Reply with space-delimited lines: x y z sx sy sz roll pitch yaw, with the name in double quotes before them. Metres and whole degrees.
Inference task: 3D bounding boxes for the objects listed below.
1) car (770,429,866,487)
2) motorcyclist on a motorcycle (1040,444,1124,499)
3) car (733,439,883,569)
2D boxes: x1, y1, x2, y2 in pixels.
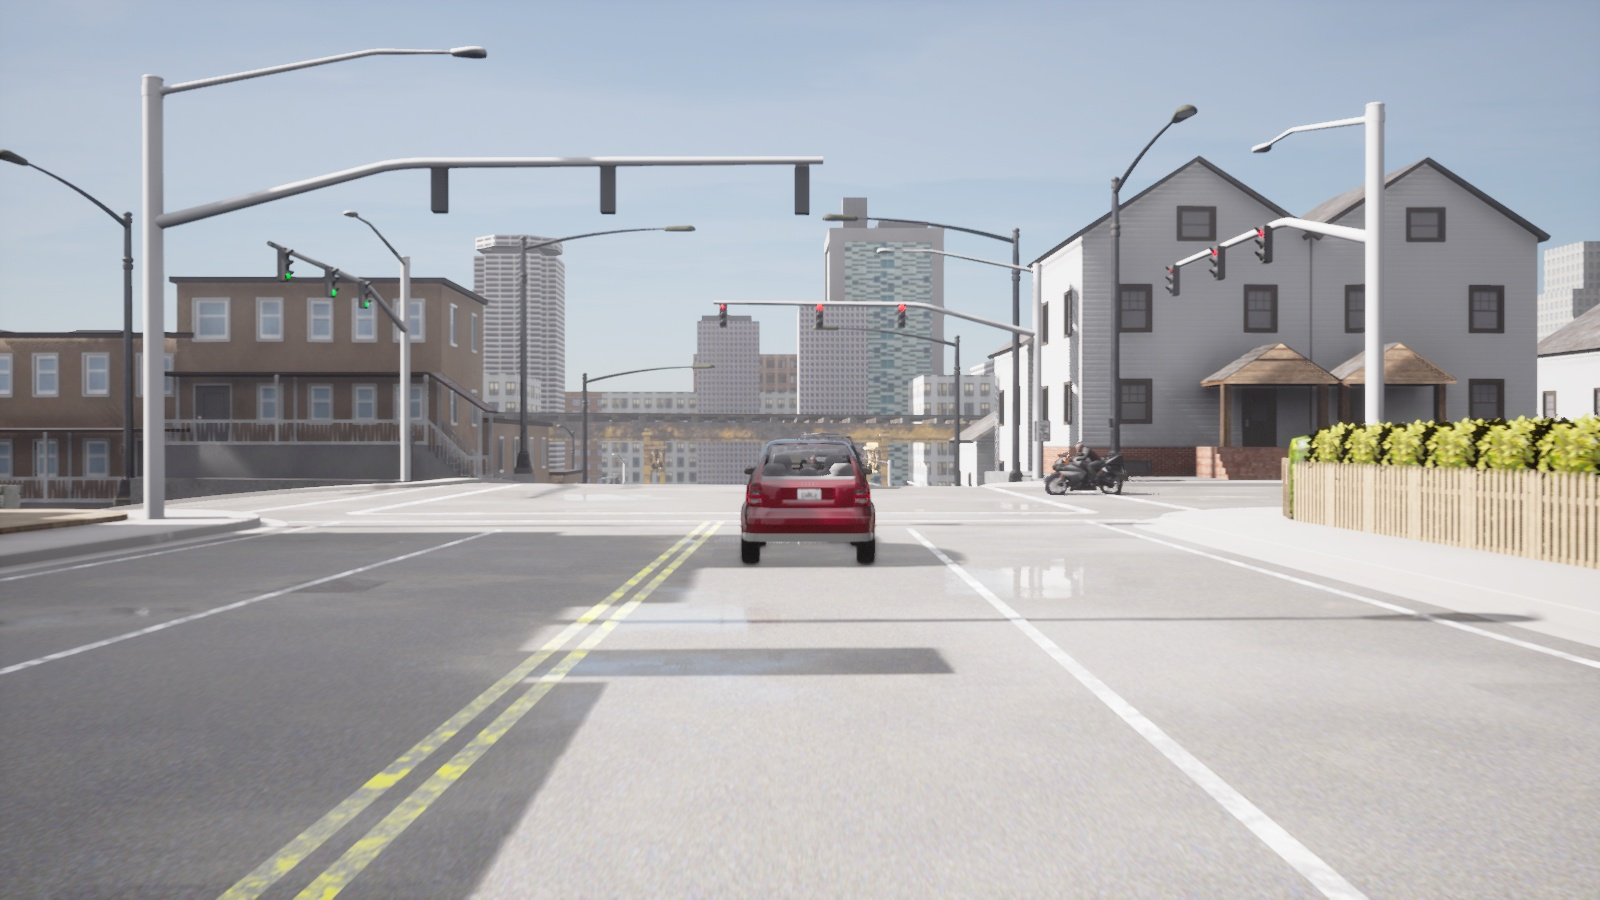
"car" 0.543 0.333 42.845 1.932 1.855 4.605 1 -2 -17
"motorcyclist on a motorcycle" 8.016 0.595 35.765 2.191 1.530 0.866 0 0 0
"car" 0.108 0.630 16.804 1.789 1.549 3.705 0 0 0
